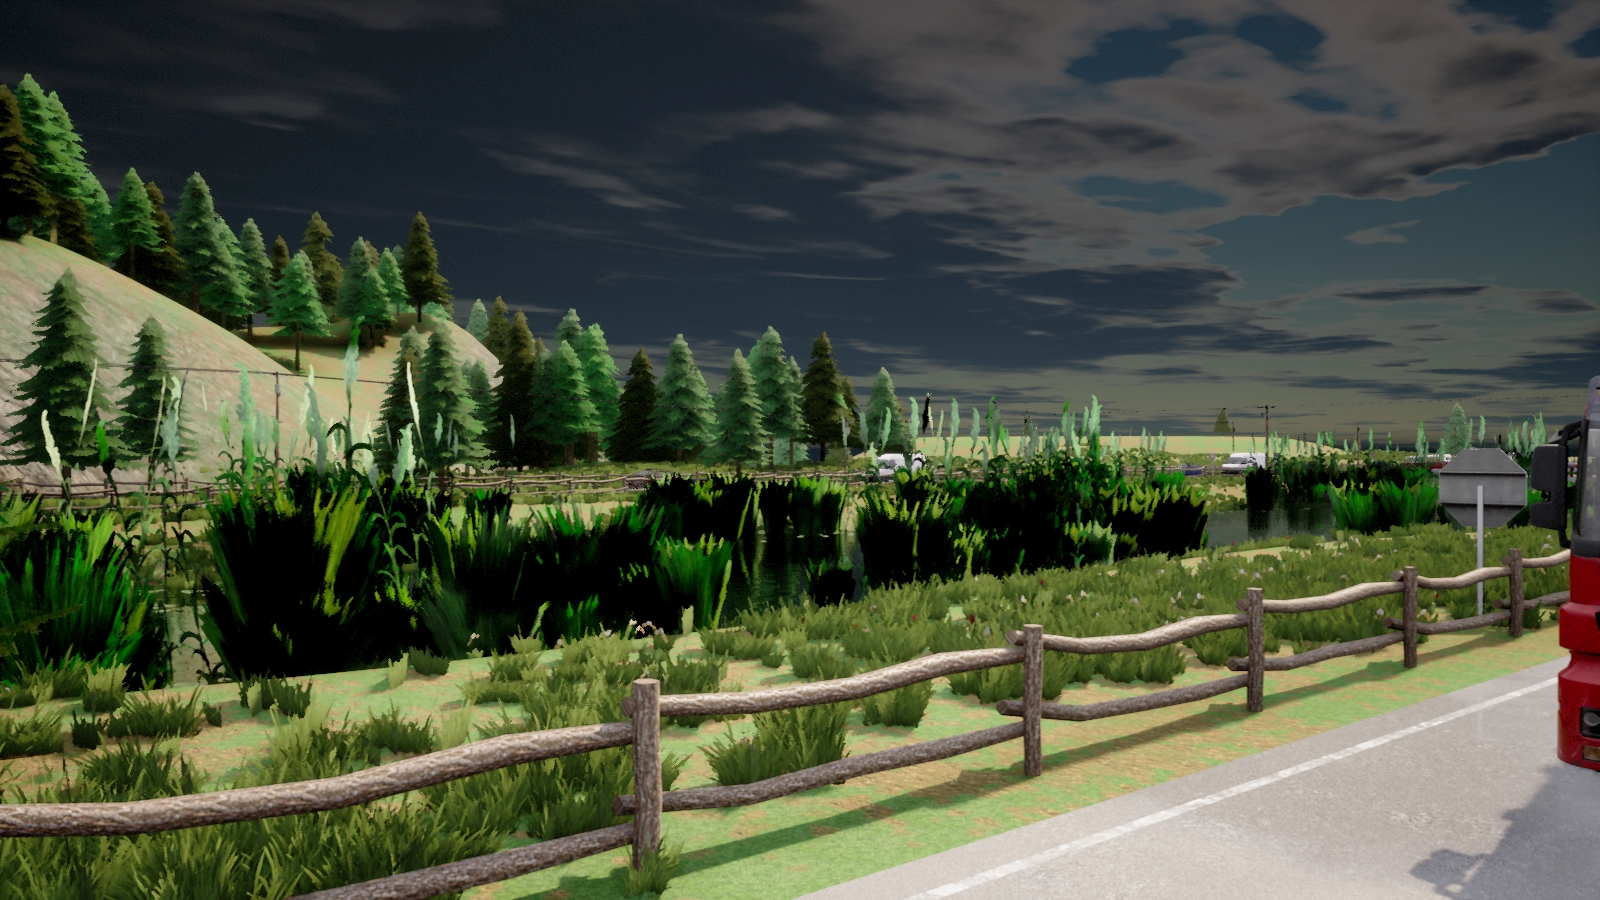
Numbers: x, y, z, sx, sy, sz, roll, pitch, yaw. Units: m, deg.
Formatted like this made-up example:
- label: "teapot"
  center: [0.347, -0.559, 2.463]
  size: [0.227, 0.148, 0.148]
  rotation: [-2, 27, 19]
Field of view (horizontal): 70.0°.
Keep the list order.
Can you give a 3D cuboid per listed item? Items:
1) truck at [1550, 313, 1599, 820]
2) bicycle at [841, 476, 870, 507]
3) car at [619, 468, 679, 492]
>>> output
- label: "truck"
  center: [9.721, 0.863, 11.009]
  size: [2.891, 3.827, 8.468]
  rotation: [0, 1, 42]
- label: "bicycle"
  center: [2.745, 2.033, 56.077]
  size: [1.643, 1.496, 0.373]
  rotation: [0, 0, -43]
- label: "car"
  center: [-10.291, 2.030, 78.085]
  size: [3.705, 1.549, 1.789]
  rotation: [0, 0, -43]
